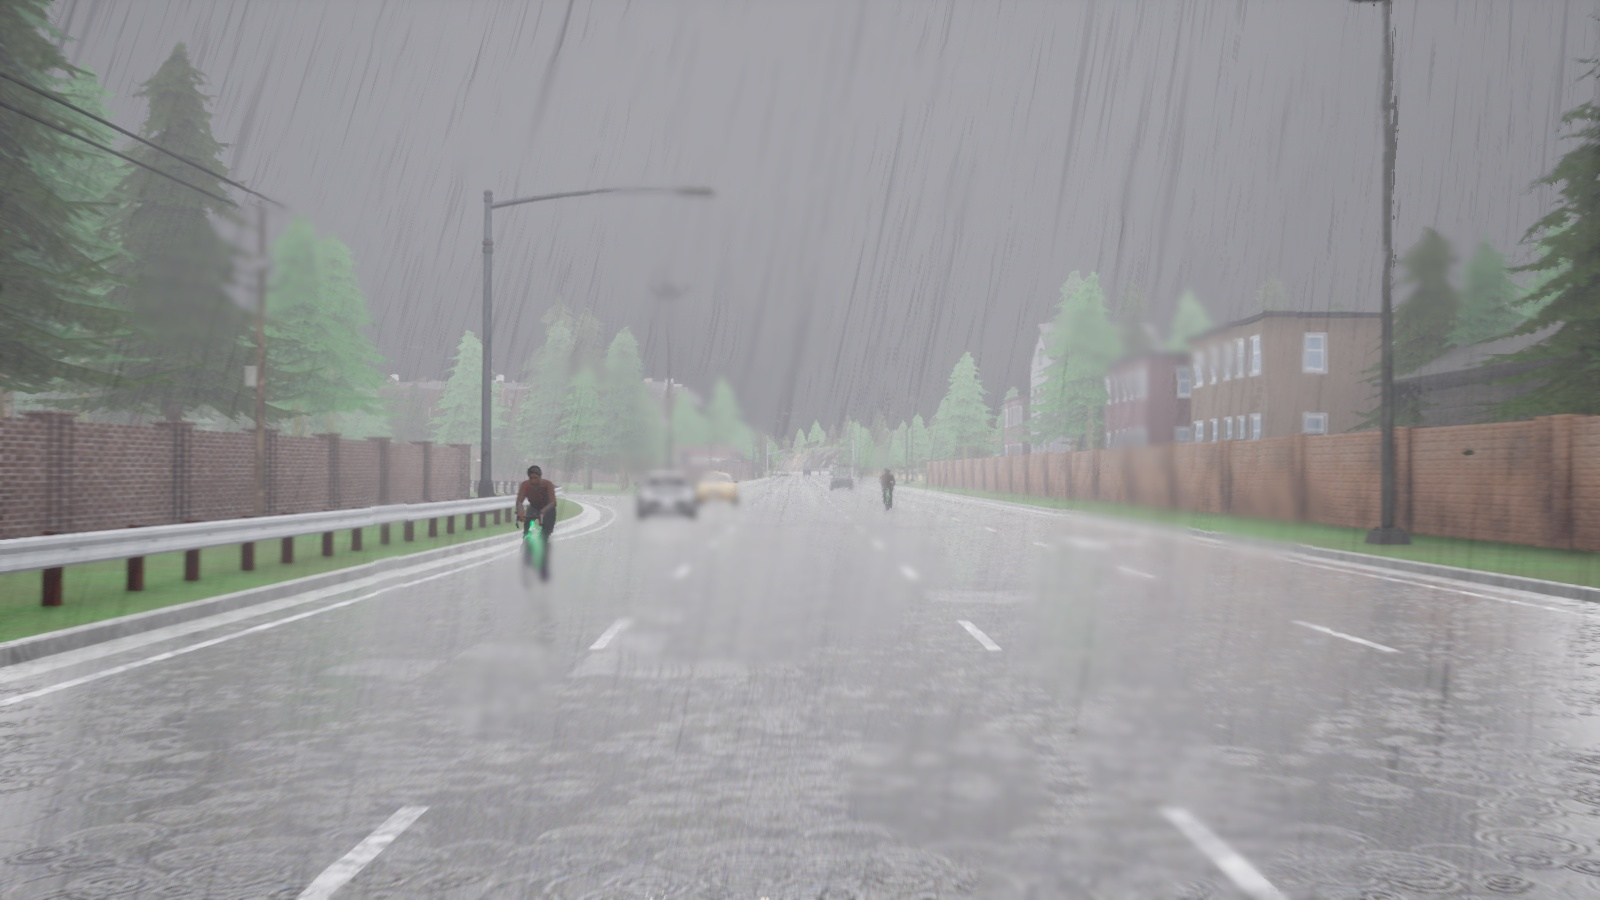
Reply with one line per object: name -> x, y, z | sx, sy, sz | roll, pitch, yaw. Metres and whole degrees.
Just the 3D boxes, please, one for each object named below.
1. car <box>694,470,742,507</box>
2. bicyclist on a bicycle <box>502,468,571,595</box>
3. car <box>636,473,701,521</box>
car -> -3.638, 1.711, 56.539 | 1.801, 1.575, 5.366 | 0, -1, 0
bicyclist on a bicycle -> -3.542, 1.065, 17.000 | 0.582, 1.620, 1.656 | 0, -1, 0
car -> -4.259, 1.475, 40.632 | 1.970, 1.475, 3.806 | 0, -1, -6
